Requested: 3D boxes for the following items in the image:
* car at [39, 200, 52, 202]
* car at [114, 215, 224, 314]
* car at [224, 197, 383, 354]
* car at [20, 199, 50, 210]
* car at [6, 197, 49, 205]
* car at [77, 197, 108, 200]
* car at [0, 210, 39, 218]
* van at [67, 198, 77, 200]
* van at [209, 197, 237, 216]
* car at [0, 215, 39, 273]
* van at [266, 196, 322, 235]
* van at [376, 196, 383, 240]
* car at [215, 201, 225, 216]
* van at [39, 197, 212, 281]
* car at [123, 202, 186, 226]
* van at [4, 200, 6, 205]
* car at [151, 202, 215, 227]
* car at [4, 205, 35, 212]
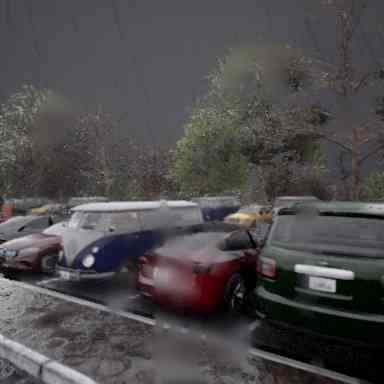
[{"bbox_3d":[-11.845,1.765,32.646,2.231,1.521,4.892,-1,-1,35],"label":"car"},{"bbox_3d":[0.831,1.479,7.675,2.163,1.488,4.792,0,0,35],"label":"car"},{"bbox_3d":[3.075,1.178,6.084,2.435,2.045,5.566,0,0,35],"label":"car"},{"bbox_3d":[-14.206,1.798,34.100,1.946,1.575,5.366,-1,-1,35],"label":"car"},{"bbox_3d":[-16.344,1.591,35.877,2.435,2.045,5.566,-1,-1,35],"label":"car"},{"bbox_3d":[-7.340,1.568,29.423,2.185,1.767,4.553,-1,-1,35],"label":"car"},{"bbox_3d":[-6.004,1.585,12.446,2.163,1.488,4.792,-1,-1,35],"label":"car"},{"bbox_3d":[-9.515,1.503,31.146,1.878,1.987,4.442,-1,-1,35],"label":"van"},{"bbox_3d":[1.785,1.326,23.138,1.878,1.987,4.442,-1,-1,35],"label":"van"},{"bbox_3d":[-3.719,1.560,10.867,2.002,1.452,4.674,-1,-1,35],"label":"car"},{"bbox_3d":[6.169,1.255,19.744,1.878,1.987,4.442,-1,-1,35],"label":"van"},{"bbox_3d":[10.568,1.202,16.627,1.878,1.987,4.442,0,0,35],"label":"van"},{"bbox_3d":[3.874,1.514,21.288,1.946,1.575,5.366,-1,-1,35],"label":"car"},{"bbox_3d":[-1.526,1.259,9.167,1.878,1.987,4.442,-1,-1,35],"label":"van"},{"bbox_3d":[-2.803,1.622,26.240,2.097,1.535,5.008,-1,-1,35],"label":"car"},{"bbox_3d":[-18.651,1.671,37.622,1.878,1.987,4.442,-1,-1,35],"label":"van"},{"bbox_3d":[-0.544,1.588,24.638,2.231,1.521,4.892,-1,-1,35],"label":"car"},{"bbox_3d":[-10.512,1.626,15.685,2.097,1.535,5.008,-1,-1,35],"label":"car"}]
